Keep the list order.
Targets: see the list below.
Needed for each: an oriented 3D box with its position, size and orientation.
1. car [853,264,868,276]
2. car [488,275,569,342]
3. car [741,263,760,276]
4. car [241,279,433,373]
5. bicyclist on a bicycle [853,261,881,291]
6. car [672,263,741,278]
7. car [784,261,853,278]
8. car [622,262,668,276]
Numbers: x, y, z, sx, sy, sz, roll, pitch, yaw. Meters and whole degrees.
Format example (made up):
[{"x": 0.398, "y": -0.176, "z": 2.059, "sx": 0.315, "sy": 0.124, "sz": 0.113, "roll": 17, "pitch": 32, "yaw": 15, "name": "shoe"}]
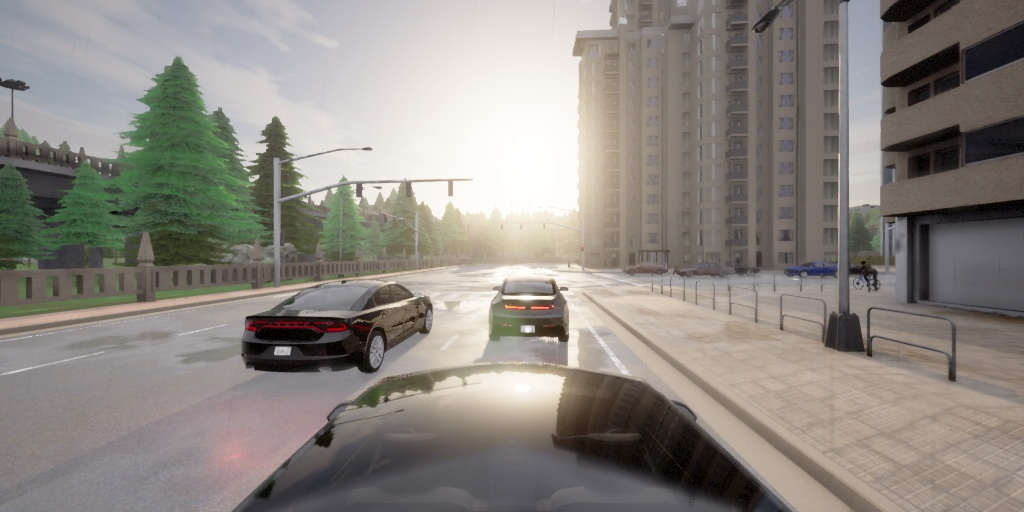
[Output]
[{"x": 34.093, "y": 1.406, "z": 37.262, "sx": 4.718, "sy": 1.301, "sz": 1.895, "roll": 0, "pitch": 0, "yaw": 3, "name": "car"}, {"x": 0.494, "y": 1.255, "z": 9.798, "sx": 1.837, "sy": 1.490, "sz": 4.892, "roll": 0, "pitch": 0, "yaw": 4, "name": "car"}, {"x": 23.218, "y": 1.406, "z": 37.830, "sx": 4.718, "sy": 1.301, "sz": 1.895, "roll": 0, "pitch": 0, "yaw": 3, "name": "car"}, {"x": -3.161, "y": 1.228, "z": 7.678, "sx": 1.882, "sy": 1.535, "sz": 5.008, "roll": 0, "pitch": 0, "yaw": 4, "name": "car"}, {"x": 19.756, "y": 1.107, "z": 19.999, "sx": 0.582, "sy": 1.620, "sz": 1.656, "roll": 0, "pitch": 0, "yaw": 3, "name": "bicyclist on a bicycle"}, {"x": 18.474, "y": 1.353, "z": 34.560, "sx": 5.357, "sy": 1.411, "sz": 2.033, "roll": 0, "pitch": 0, "yaw": 3, "name": "car"}, {"x": 28.720, "y": 1.283, "z": 34.046, "sx": 5.008, "sy": 1.535, "sz": 1.882, "roll": 0, "pitch": 0, "yaw": 3, "name": "car"}, {"x": 14.162, "y": 1.331, "z": 38.274, "sx": 4.674, "sy": 1.442, "sz": 1.812, "roll": 0, "pitch": 0, "yaw": 4, "name": "car"}]
